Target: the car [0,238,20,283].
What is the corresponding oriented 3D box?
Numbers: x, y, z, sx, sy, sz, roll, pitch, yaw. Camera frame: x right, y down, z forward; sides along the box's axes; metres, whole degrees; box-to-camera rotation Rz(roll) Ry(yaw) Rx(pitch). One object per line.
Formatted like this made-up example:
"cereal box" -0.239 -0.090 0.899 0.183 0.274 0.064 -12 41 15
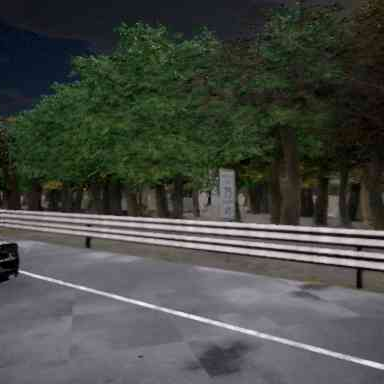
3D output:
"car" -6.536 1.524 8.386 5.008 1.535 1.882 0 -2 29
